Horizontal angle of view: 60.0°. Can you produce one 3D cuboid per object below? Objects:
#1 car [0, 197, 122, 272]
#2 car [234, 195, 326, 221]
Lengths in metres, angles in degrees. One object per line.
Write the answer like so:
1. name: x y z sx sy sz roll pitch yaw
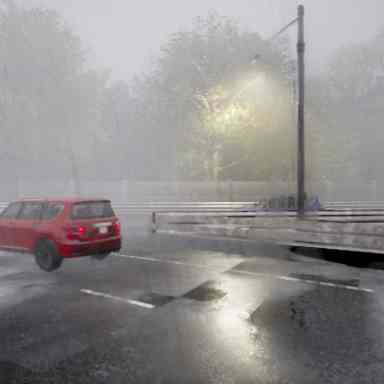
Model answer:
1. car: -4.839 1.198 10.899 5.566 2.045 2.150 0 0 31
2. car: 5.114 1.250 20.028 5.566 2.045 2.150 -2 0 -4
